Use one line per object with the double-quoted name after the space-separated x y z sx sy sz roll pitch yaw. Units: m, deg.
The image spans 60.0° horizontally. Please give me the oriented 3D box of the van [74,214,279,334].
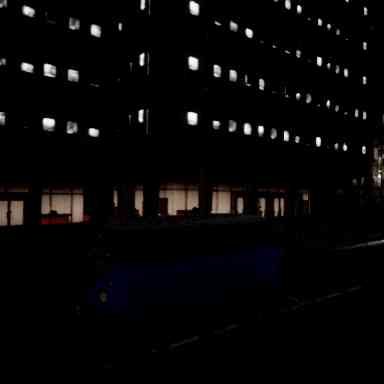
-0.075 1.355 6.488 3.998 1.788 1.690 0 1 -35 "van"
